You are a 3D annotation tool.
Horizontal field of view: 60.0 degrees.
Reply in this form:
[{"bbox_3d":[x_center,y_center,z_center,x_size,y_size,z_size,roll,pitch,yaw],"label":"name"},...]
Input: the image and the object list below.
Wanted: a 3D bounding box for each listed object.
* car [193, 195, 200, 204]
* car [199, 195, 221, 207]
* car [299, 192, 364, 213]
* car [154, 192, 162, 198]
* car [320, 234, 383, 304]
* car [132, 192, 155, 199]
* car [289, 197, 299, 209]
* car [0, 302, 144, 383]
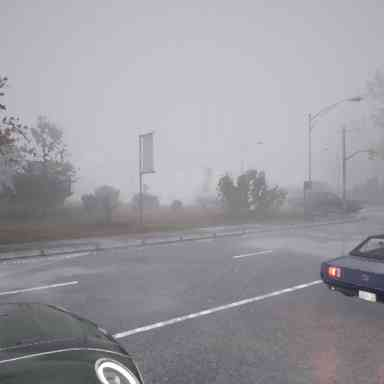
[{"bbox_3d":[2.163,1.269,53.389,1.837,1.490,4.892,-1,0,-39],"label":"car"},{"bbox_3d":[3.669,1.296,45.895,1.837,1.490,4.892,-1,0,-39],"label":"car"},{"bbox_3d":[13.962,1.005,33.014,2.150,2.045,5.566,-1,0,-39],"label":"car"},{"bbox_3d":[-7.720,0.781,65.902,2.097,1.767,4.553,-1,0,-38],"label":"car"},{"bbox_3d":[4.969,1.573,7.276,4.718,1.301,1.895,0,0,-35],"label":"car"},{"bbox_3d":[-9.597,1.294,62.629,2.128,1.511,4.902,-1,0,-38],"label":"car"},{"bbox_3d":[13.684,1.247,38.975,2.128,1.511,4.902,-1,0,-39],"label":"car"},{"bbox_3d":[-2.502,1.352,1.938,4.553,1.767,2.097,0,0,-36],"label":"car"}]
